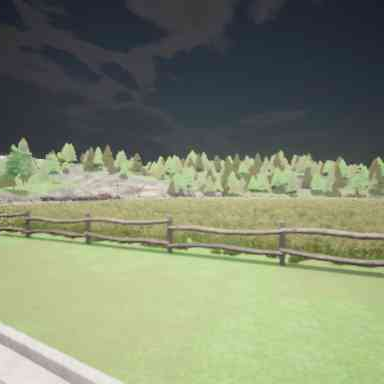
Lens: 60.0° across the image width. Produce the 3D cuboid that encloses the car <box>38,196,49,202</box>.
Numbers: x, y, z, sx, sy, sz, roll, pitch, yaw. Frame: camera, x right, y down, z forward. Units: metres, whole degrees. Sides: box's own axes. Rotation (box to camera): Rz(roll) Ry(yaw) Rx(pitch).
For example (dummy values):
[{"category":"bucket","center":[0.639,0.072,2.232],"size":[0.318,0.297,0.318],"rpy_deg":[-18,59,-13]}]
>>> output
[{"category":"car","center":[-36.829,1.639,84.417],"size":[1.882,1.535,5.008],"rpy_deg":[0,0,11]}]

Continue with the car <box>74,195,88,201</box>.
[{"category":"car","center":[-26.520,1.645,82.425],"size":[1.882,1.535,5.008],"rpy_deg":[0,0,11]}]

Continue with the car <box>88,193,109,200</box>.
[{"category":"car","center":[-22.987,1.672,82.263],"size":[1.837,1.490,4.892],"rpy_deg":[0,0,11]}]

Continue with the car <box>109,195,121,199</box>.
[{"category":"car","center":[-21.107,1.602,91.992],"size":[1.994,1.385,4.181],"rpy_deg":[0,0,11]}]

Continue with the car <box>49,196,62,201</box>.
[{"category":"car","center":[-33.314,1.728,84.162],"size":[1.994,1.385,4.181],"rpy_deg":[0,0,11]}]

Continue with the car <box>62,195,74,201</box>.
[{"category":"car","center":[-29.857,1.524,83.605],"size":[2.097,1.767,4.553],"rpy_deg":[0,0,11]}]
